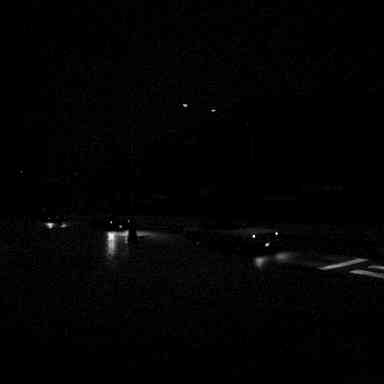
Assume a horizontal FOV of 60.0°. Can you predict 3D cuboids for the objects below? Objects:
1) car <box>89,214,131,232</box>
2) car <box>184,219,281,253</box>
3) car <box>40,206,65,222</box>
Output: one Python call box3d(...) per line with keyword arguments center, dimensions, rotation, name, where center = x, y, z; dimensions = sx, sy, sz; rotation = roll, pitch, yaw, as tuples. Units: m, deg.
box3d(center=(-6.750, 2.442, 27.256), dimensions=(1.895, 1.301, 4.718), rotation=(0, -2, -36), name="car")
box3d(center=(1.734, 1.921, 15.408), dimensions=(1.895, 1.301, 4.718), rotation=(0, -2, -38), name="car")
box3d(center=(-18.395, 2.928, 43.683), dimensions=(2.150, 2.045, 5.566), rotation=(0, -2, -36), name="car")
